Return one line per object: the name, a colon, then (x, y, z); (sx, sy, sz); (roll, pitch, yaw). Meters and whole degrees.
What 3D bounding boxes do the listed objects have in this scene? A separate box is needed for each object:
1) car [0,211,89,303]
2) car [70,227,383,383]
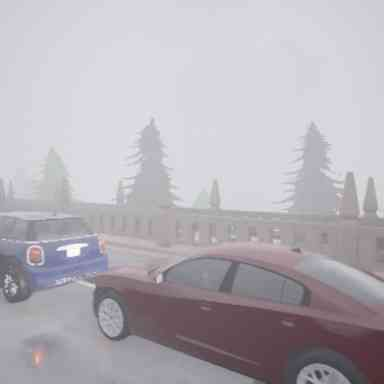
car: (-4.196, 1.254, 8.207); (4.553, 1.767, 2.097); (1, 0, 36)
car: (0.640, 1.461, 4.709); (5.008, 1.535, 1.882); (1, 0, 36)
